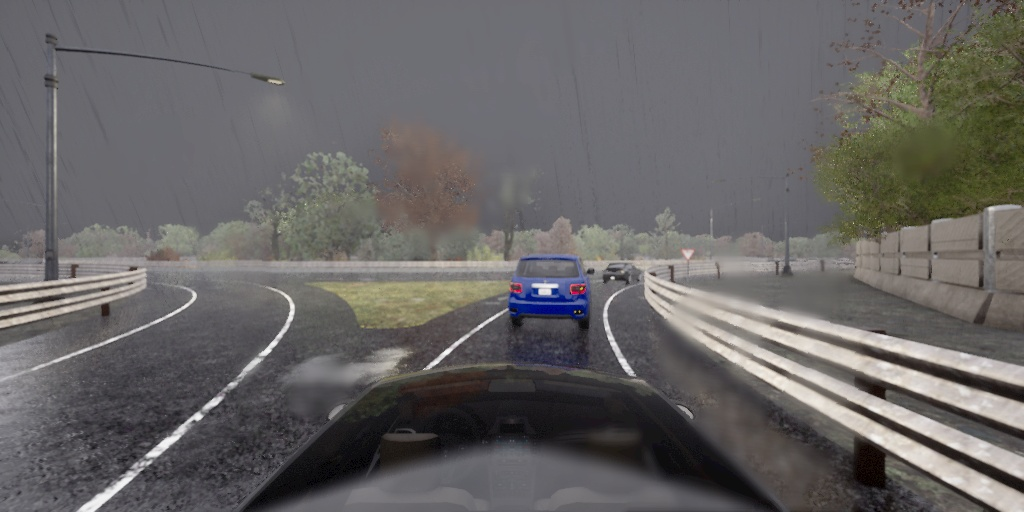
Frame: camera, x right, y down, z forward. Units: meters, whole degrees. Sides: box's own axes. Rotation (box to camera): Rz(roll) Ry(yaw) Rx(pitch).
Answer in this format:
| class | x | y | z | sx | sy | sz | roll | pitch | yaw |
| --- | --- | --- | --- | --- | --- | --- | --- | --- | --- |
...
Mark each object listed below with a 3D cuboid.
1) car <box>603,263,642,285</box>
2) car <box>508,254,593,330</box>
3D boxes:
| class | x | y | z | sx | sy | sz | roll | pitch | yaw |
| --- | --- | --- | --- | --- | --- | --- | --- | --- | --- |
| car | 8.197 | 1.237 | 26.460 | 1.837 | 1.490 | 4.892 | 0 | 0 | 33 |
| car | 1.401 | 0.965 | 11.437 | 2.150 | 2.045 | 5.566 | 0 | 0 | 13 |
